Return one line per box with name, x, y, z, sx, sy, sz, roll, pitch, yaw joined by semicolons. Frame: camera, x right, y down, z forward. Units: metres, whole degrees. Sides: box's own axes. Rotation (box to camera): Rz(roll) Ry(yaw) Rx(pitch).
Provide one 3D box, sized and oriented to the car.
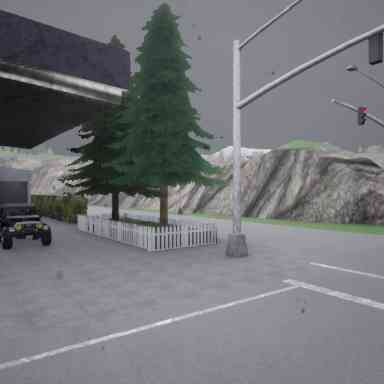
car;-8.074;1.504;15.784;1.905;1.878;3.866;0;0;-37
